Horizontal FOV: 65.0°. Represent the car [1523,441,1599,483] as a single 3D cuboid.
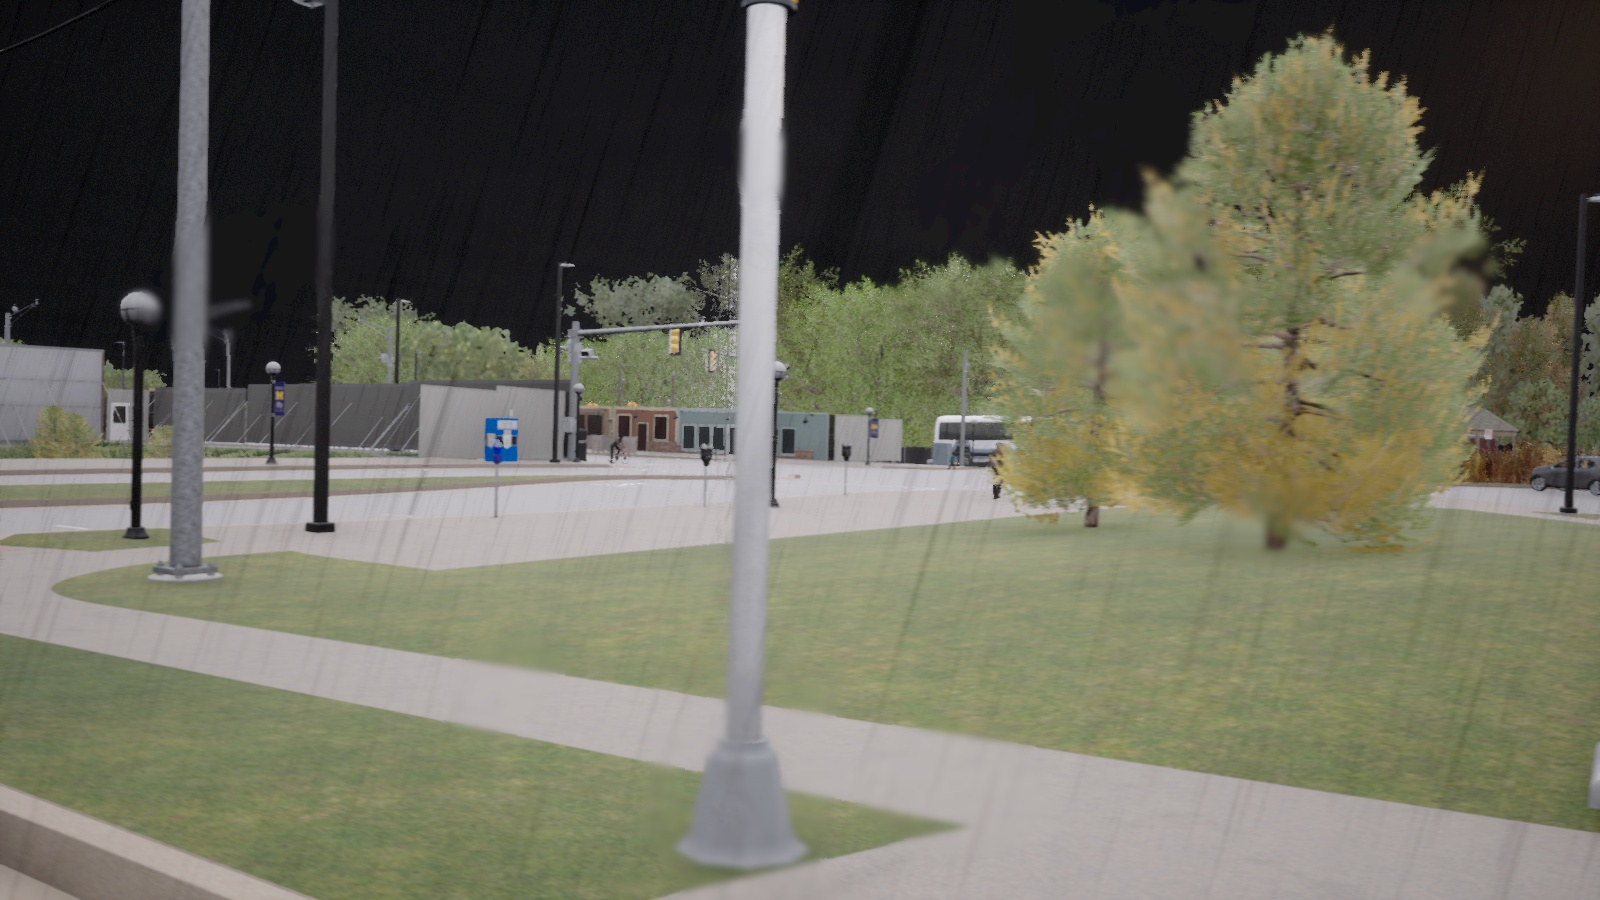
[{"bbox_3d":[31.139,0.454,50.072,1.845,1.501,3.633,-1,2,-22],"label":"car"}]
